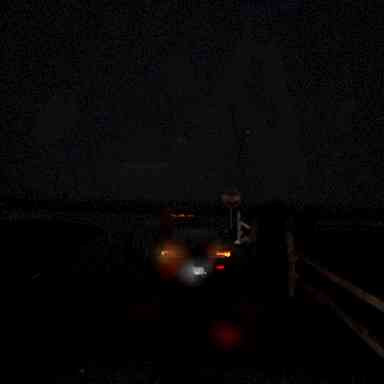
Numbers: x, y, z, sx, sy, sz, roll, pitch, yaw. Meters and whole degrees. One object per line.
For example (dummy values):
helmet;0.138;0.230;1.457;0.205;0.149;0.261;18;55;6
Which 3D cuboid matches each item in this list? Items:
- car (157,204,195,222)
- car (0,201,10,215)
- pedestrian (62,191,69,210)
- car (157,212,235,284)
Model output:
car;-0.930;1.486;20.649;1.837;1.490;4.892;1;0;-15
car;-16.618;0.895;25.684;4.553;1.767;2.097;2;3;0
pedestrian;-12.038;0.770;31.621;0.375;1.860;0.375;0;1;0
car;0.099;1.516;9.420;1.812;1.442;4.674;0;0;0
